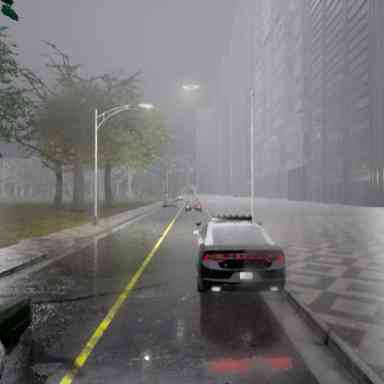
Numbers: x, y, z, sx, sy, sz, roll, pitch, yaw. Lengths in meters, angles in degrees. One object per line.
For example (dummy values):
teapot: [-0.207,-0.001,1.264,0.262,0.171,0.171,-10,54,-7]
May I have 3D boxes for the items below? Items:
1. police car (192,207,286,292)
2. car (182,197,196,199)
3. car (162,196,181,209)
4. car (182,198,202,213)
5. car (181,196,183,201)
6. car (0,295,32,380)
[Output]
police car: [1.066,1.441,9.099,1.930,1.638,5.238,0,0,0]
car: [0.126,1.521,47.937,2.128,1.511,4.902,0,0,1]
car: [-3.006,1.577,45.265,2.033,1.411,5.357,0,0,0]
car: [0.157,1.632,37.937,1.895,1.301,4.718,0,0,0]
car: [-2.841,1.663,78.598,1.895,1.301,4.718,0,0,0]
car: [-3.097,1.606,2.266,1.895,1.301,4.718,0,0,0]
